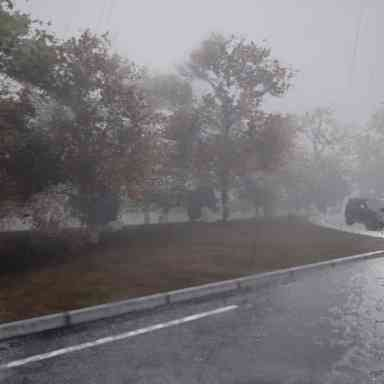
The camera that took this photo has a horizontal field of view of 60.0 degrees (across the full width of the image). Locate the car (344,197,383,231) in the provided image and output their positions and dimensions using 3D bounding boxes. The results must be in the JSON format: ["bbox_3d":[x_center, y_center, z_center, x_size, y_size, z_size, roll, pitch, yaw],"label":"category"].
[{"bbox_3d":[12.236,1.407,22.445,2.150,2.045,5.566,0,1,3],"label":"car"}]
